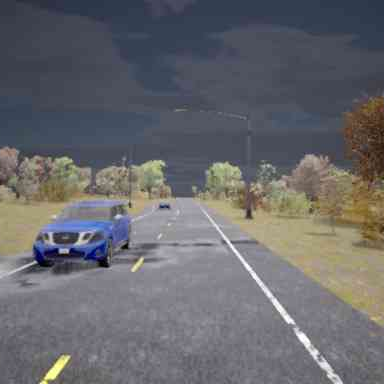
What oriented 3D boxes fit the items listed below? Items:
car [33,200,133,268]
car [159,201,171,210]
[{"bbox_3d":[-3.605,1.339,12.134,2.150,2.045,5.566,0,-1,0],"label":"car"},{"bbox_3d":[-4.296,2.125,52.185,1.895,1.301,4.718,0,-1,-5],"label":"car"}]
